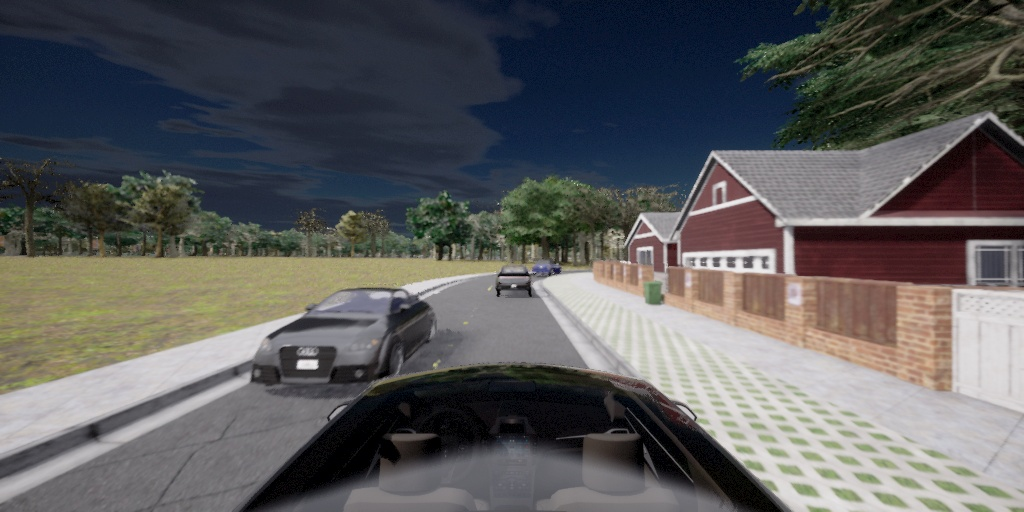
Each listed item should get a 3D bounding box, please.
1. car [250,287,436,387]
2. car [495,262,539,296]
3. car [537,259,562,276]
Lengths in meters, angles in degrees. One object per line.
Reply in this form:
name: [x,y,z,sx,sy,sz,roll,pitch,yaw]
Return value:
car: [-2.805,1.315,6.940,1.994,1.385,4.181,0,0,1]
car: [0.137,1.242,19.480,2.128,1.511,4.902,0,0,1]
car: [3.757,1.189,37.600,2.097,1.767,4.553,0,-1,23]
